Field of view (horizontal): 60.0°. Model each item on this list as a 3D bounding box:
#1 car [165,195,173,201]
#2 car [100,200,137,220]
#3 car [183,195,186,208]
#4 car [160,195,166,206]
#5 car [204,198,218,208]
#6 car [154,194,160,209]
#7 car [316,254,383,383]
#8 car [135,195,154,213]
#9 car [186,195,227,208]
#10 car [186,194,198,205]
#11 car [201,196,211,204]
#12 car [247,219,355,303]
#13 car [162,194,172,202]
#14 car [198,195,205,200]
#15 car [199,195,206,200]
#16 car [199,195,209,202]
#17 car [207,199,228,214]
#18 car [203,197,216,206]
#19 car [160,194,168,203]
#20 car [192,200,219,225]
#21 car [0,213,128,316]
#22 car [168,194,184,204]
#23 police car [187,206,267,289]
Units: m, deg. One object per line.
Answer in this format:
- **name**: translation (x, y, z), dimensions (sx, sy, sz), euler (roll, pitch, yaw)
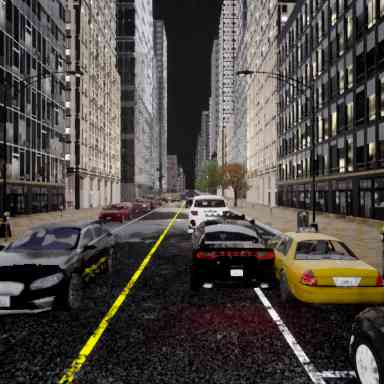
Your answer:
- **car**: translation (-5.641, 1.408, 81.561), dimensions (1.752, 1.417, 4.829), euler (1, 0, 0)
- **car**: translation (-5.672, 1.533, 24.974), dimensions (1.887, 1.381, 4.507), euler (0, 0, 0)
- **car**: translation (0.036, 1.467, 46.038), dimensions (1.837, 1.490, 4.892), euler (0, 0, 0)
- **car**: translation (-5.657, 1.532, 53.352), dimensions (1.802, 1.307, 4.206), euler (1, 0, 0)
- **car**: translation (2.720, 1.542, 47.659), dimensions (1.802, 1.307, 4.206), euler (1, 0, 0)
- **car**: translation (-5.661, 1.284, 42.002), dimensions (2.192, 1.841, 5.009), euler (0, 0, 0)
- **car**: translation (2.696, 1.551, 2.259), dimensions (2.008, 1.369, 4.403), euler (0, 0, 0)
- **car**: translation (-5.665, 1.416, 36.327), dimensions (1.967, 1.590, 4.097), euler (0, 0, 0)
- **car**: translation (0.910, 1.218, 19.202), dimensions (2.150, 2.045, 5.566), euler (0, 0, 0)
- **car**: translation (0.030, 1.289, 59.625), dimensions (2.097, 1.767, 4.553), euler (0, 0, 0)
- **car**: translation (2.730, 1.451, 64.853), dimensions (1.752, 1.417, 4.829), euler (1, 0, 0)
- **car**: translation (2.700, 1.524, 8.105), dimensions (1.752, 1.417, 4.829), euler (0, 0, 0)
- **car**: translation (-5.644, 1.338, 76.055), dimensions (1.967, 1.590, 4.097), euler (1, 0, 0)
- **car**: translation (2.745, 1.430, 93.056), dimensions (1.802, 1.307, 4.206), euler (1, 0, 0)
- **car**: translation (2.742, 1.410, 87.383), dimensions (1.887, 1.381, 4.507), euler (1, 0, 0)
- **car**: translation (2.736, 1.463, 76.033), dimensions (1.947, 1.339, 4.313), euler (1, 0, 0)
- **car**: translation (2.715, 1.542, 36.310), dimensions (1.947, 1.339, 4.313), euler (0, 0, 0)
- **car**: translation (2.724, 1.532, 53.333), dimensions (1.802, 1.307, 4.206), euler (1, 0, 0)
- **car**: translation (-5.649, 1.241, 64.704), dimensions (2.192, 1.841, 5.009), euler (1, 0, 0)
- **car**: translation (0.912, 1.466, 25.172), dimensions (1.882, 1.535, 5.008), euler (0, 0, 0)
- **car**: translation (-3.099, 1.491, 7.781), dimensions (2.128, 1.511, 4.902), euler (0, 0, 0)
- **car**: translation (-2.969, 1.476, 63.437), dimensions (2.033, 1.411, 5.357), euler (0, 0, 0)
- **police car**: translation (0.904, 1.424, 9.282), dimensions (1.930, 1.638, 5.238), euler (0, 0, 0)
